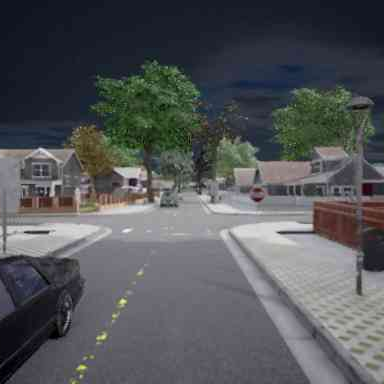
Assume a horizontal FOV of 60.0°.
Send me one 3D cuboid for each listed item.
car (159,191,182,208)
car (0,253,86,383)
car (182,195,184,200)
[{"bbox_3d":[-2.745,0.978,41.225,2.150,2.045,5.566,0,2,0],"label":"car"},{"bbox_3d":[-2.834,1.514,3.754,2.033,1.411,5.357,0,0,0],"label":"car"},{"bbox_3d":[-2.742,0.988,65.447,1.812,1.442,4.674,0,1,0],"label":"car"}]
